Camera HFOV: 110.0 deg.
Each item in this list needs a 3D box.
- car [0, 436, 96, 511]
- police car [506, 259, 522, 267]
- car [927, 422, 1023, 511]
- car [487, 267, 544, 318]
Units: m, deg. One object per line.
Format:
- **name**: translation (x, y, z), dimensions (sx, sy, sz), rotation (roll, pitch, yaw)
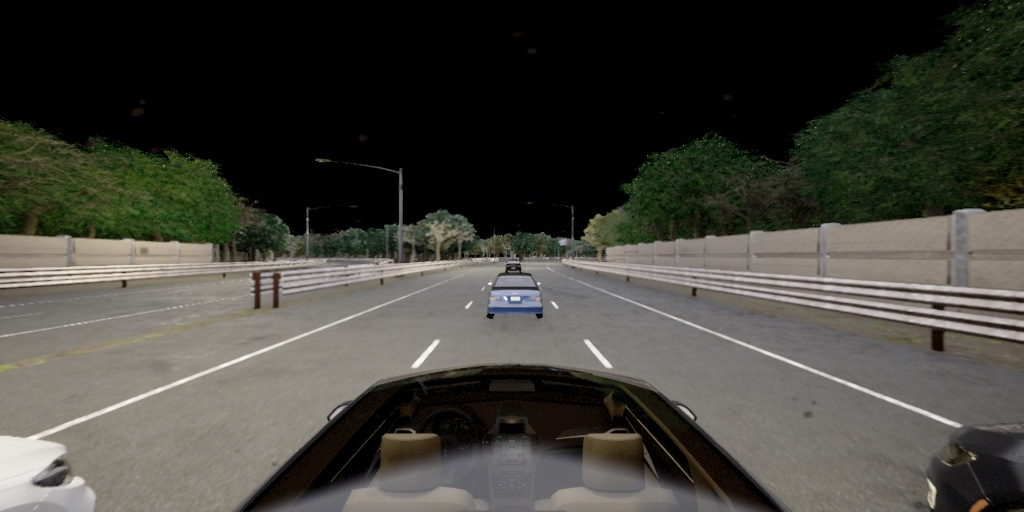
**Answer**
- **car**: translation (-3.401, 1.276, 0.126), dimensions (1.812, 1.442, 4.674), rotation (0, 0, 0)
- **police car**: translation (0.243, 1.191, 43.925), dimensions (1.930, 1.638, 5.238), rotation (0, 0, 1)
- **car**: translation (3.600, 1.255, 0.237), dimensions (1.837, 1.490, 4.892), rotation (0, 0, 0)
- **car**: translation (0.098, 1.299, 13.018), dimensions (2.033, 1.411, 5.357), rotation (0, 0, 0)
